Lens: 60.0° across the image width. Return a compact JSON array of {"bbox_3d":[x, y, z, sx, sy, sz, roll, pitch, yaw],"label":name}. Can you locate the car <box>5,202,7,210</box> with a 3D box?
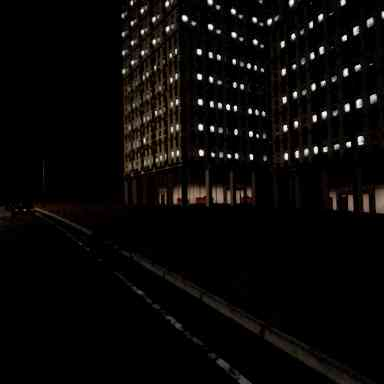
[{"bbox_3d":[-22.994,1.628,42.975,2.033,1.411,5.357,0,0,-32],"label":"car"}]

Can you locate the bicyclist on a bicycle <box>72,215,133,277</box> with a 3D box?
[{"bbox_3d":[-2.396,1.435,8.993,1.656,1.620,0.582,0,0,-27],"label":"bicyclist on a bicycle"}]

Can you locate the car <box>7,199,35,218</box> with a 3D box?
[{"bbox_3d":[-15.614,1.598,30.693,2.033,1.411,5.357,0,0,-30],"label":"car"}]
